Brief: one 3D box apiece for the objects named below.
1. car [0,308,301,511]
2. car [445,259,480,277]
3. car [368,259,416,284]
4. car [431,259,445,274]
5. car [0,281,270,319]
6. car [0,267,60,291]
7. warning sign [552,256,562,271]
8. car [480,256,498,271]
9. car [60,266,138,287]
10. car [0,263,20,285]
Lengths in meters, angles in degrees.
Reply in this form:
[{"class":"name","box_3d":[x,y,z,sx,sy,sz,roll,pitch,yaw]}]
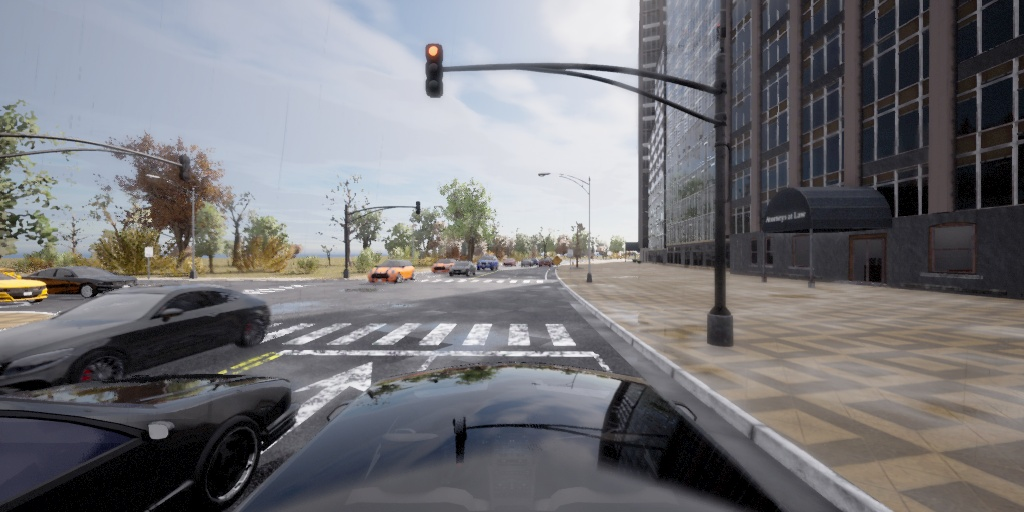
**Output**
[{"class":"car","box_3d":[-3.128,1.298,1.222,2.033,1.411,5.357,0,0,1]},{"class":"car","box_3d":[-4.839,1.252,35.619,1.837,1.490,4.892,0,0,6]},{"class":"car","box_3d":[-8.857,1.098,26.715,2.097,1.767,4.553,0,0,4]},{"class":"car","box_3d":[-7.563,1.099,40.854,2.097,1.767,4.553,0,0,7]},{"class":"car","box_3d":[-6.515,1.275,6.513,1.812,1.442,4.674,0,0,1]},{"class":"car","box_3d":[-22.473,1.288,14.906,5.008,1.535,1.882,0,0,3]},{"class":"warning sign","box_3d":[5.525,0.868,43.921,1.300,1.860,1.060,0,0,7]},{"class":"car","box_3d":[-3.311,0.973,49.102,2.150,2.045,5.566,0,0,8]},{"class":"car","box_3d":[-21.831,1.275,18.126,5.008,1.535,1.882,0,0,4]},{"class":"car","box_3d":[-38.853,1.291,25.642,5.008,1.535,1.882,0,0,3]}]
